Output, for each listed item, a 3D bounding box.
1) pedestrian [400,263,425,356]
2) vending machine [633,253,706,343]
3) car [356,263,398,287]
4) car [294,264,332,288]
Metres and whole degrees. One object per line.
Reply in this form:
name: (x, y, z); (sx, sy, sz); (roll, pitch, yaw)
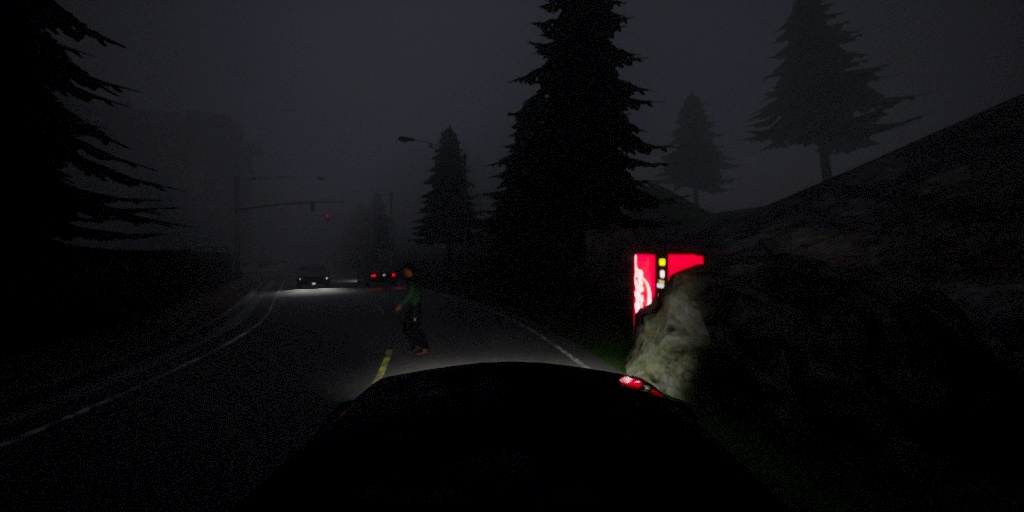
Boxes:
pedestrian: (-1.959, 1.019, 7.096); (0.375, 1.860, 0.375); (0, 0, -14)
vending machine: (2.980, 0.923, 6.899); (1.100, 2.100, 0.880); (0, 0, -12)
car: (-9.029, 1.195, 23.836); (2.033, 1.411, 5.357); (0, 0, -31)
car: (-12.809, 1.198, 23.050); (2.033, 1.411, 5.357); (0, 0, -30)
